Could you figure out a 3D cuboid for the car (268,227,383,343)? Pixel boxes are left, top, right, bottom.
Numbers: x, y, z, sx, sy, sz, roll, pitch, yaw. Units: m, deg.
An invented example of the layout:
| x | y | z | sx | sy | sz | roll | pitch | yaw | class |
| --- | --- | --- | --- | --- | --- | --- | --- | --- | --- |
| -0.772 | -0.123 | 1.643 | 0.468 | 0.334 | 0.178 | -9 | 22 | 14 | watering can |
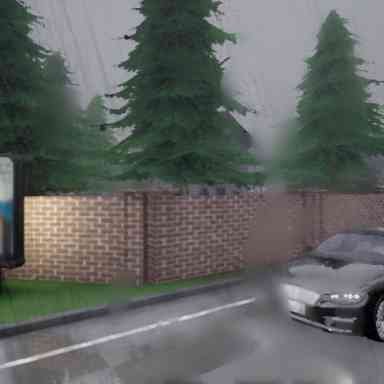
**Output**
| x | y | z | sx | sy | sz | roll | pitch | yaw | class |
| --- | --- | --- | --- | --- | --- | --- | --- | --- | --- |
| 3.579 | 1.486 | 6.528 | 4.902 | 1.511 | 2.128 | 0 | 0 | -35 | car |
